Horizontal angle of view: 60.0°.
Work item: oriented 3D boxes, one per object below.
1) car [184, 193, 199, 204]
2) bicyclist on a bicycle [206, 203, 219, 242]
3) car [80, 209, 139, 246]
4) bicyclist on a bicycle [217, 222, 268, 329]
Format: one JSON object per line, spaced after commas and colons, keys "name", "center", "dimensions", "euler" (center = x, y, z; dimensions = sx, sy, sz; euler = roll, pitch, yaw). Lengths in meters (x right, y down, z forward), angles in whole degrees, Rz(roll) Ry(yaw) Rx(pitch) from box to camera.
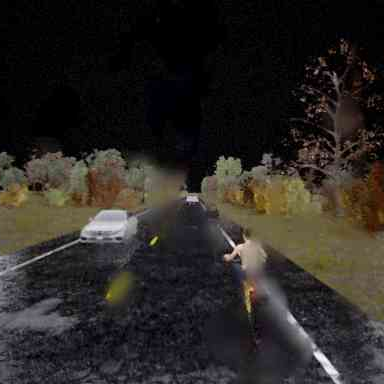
{"name": "car", "center": [0.070, 1.262, 62.751], "dimensions": [2.150, 2.045, 5.566], "euler": [0, 0, 0]}
{"name": "bicyclist on a bicycle", "center": [0.961, 1.371, 15.446], "dimensions": [0.659, 1.776, 1.843], "euler": [0, 0, 0]}
{"name": "car", "center": [-3.597, 1.526, 15.307], "dimensions": [1.812, 1.442, 4.674], "euler": [0, 0, 0]}
{"name": "bicyclist on a bicycle", "center": [0.989, 1.436, 5.968], "dimensions": [0.866, 1.612, 1.509], "euler": [0, 0, 0]}
